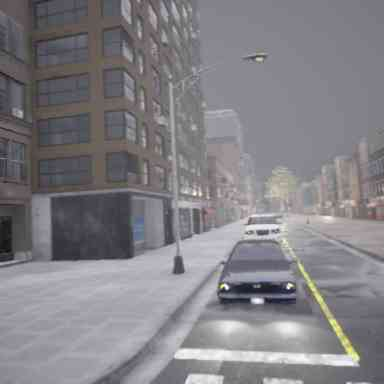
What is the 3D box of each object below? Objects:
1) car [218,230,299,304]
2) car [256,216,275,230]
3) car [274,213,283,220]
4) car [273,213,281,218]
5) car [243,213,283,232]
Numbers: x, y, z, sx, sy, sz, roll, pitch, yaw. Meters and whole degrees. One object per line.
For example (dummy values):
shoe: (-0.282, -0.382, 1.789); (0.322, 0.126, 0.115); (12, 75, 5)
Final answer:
car: (1.985, 2.127, 9.846); (2.033, 1.411, 5.357); (-4, -4, 12)
car: (9.244, 3.869, 41.671); (2.033, 1.411, 5.357); (-4, -4, 13)
car: (20.198, 5.628, 77.647); (1.882, 1.535, 5.008); (-4, -4, 12)
car: (22.465, 6.183, 87.695); (1.895, 1.301, 4.718); (-4, -4, 12)
car: (4.646, 2.453, 21.720); (2.150, 2.045, 5.566); (-4, -4, 13)
